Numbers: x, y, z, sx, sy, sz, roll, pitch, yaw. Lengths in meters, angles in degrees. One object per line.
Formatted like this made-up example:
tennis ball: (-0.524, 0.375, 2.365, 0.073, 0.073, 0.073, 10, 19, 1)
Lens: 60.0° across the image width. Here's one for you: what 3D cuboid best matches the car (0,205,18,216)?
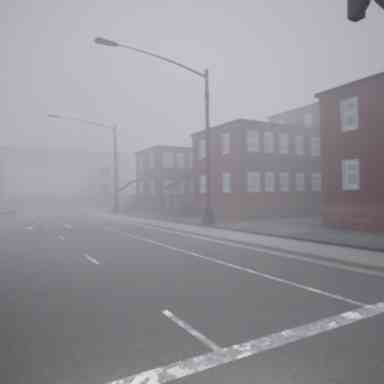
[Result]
car: (-23.654, 2.343, 41.938, 1.895, 1.301, 4.718, -1, -1, -44)
